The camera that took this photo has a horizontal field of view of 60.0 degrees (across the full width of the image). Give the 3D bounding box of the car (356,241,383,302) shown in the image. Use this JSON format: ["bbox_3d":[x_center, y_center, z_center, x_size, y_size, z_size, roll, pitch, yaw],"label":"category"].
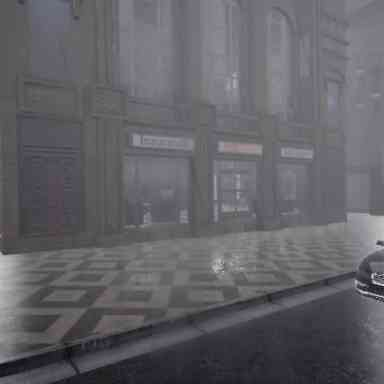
[{"bbox_3d":[5.537,1.500,7.333,4.892,1.490,1.837,0,0,-36],"label":"car"}]
